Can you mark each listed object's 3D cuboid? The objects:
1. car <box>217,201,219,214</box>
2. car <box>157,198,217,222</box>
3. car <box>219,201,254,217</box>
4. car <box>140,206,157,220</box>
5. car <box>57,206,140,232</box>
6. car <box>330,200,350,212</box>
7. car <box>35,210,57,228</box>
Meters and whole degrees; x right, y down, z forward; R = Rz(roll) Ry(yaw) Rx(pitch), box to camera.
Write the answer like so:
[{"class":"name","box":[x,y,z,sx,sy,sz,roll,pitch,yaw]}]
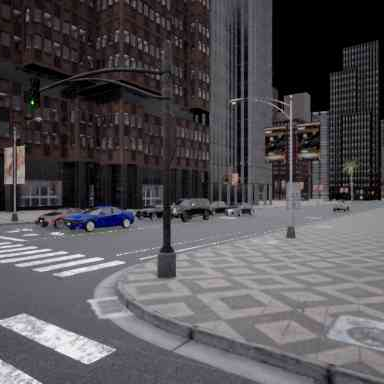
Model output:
[{"class":"car","box":[2.540,1.872,40.237,2.097,1.767,4.553,0,-1,35]},{"class":"car","box":[-0.318,1.607,30.556,2.150,2.045,5.566,0,-1,35]},{"class":"car","box":[5.610,2.027,38.945,2.128,1.511,4.902,0,-1,35]},{"class":"car","box":[-3.286,1.974,31.988,1.895,1.301,4.718,0,-1,35]},{"class":"car","box":[-6.095,1.718,22.365,1.882,1.535,5.008,0,-1,35]},{"class":"car","box":[24.186,2.430,53.681,2.033,1.411,5.357,0,-1,34]},{"class":"car","box":[-8.959,1.795,23.938,1.994,1.385,4.181,0,-1,36]}]
